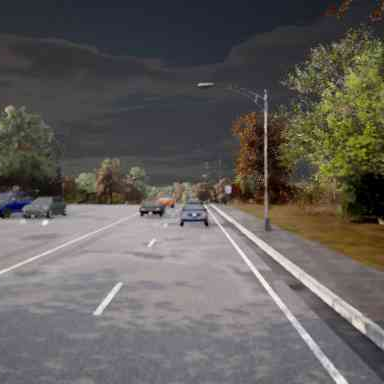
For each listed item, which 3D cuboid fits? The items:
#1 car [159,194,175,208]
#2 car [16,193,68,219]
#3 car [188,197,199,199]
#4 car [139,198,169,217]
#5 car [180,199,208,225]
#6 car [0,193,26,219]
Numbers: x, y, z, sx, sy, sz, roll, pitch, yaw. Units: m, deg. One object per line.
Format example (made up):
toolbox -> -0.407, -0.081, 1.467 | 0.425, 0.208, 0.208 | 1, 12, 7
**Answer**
car -> -3.346, 1.108, 43.779 | 2.097, 1.767, 4.553 | 0, 0, 1
car -> -11.956, 1.201, 27.252 | 2.097, 1.767, 4.553 | 0, 1, 0
car -> 0.182, 1.324, 40.815 | 2.033, 1.411, 5.357 | 0, 0, 0
car -> -3.380, 1.443, 29.434 | 1.895, 1.301, 4.718 | 0, 0, 0
car -> 0.143, 1.430, 22.681 | 2.033, 1.411, 5.357 | 0, 0, 0
car -> -15.487, 1.070, 27.679 | 2.150, 2.045, 5.566 | 0, 0, 1
